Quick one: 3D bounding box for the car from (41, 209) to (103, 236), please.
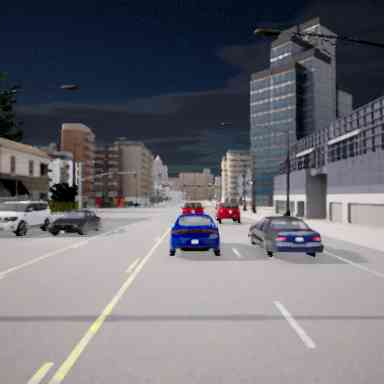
[{"bbox_3d":[-7.089,1.897,20.859,2.033,1.411,5.357,0,-2,0],"label":"car"}]

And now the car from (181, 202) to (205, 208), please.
[{"bbox_3d":[0.115,2.100,33.924,2.150,2.045,5.566,0,-2,0],"label":"car"}]

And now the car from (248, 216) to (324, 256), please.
[{"bbox_3d":[3.606,1.699,13.659,2.033,1.411,5.357,0,-1,0],"label":"car"}]

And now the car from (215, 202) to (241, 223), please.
[{"bbox_3d":[3.615,2.101,33.953,2.150,2.045,5.566,0,-2,0],"label":"car"}]

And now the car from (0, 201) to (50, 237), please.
[{"bbox_3d":[-10.589,1.557,20.478,2.150,2.045,5.566,0,-2,0],"label":"car"}]

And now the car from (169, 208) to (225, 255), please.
[{"bbox_3d":[0.106,1.637,14.021,1.882,1.535,5.008,0,-1,0],"label":"car"}]
